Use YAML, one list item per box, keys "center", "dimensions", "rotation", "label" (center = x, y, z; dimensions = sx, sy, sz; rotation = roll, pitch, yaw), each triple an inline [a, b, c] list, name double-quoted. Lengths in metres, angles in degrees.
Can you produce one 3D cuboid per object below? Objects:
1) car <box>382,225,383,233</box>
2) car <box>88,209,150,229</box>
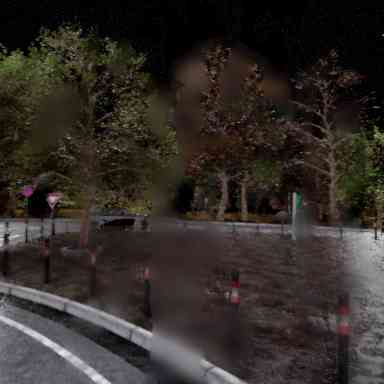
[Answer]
- center: [13.958, 2.105, 19.462]
  dimensions: [4.892, 1.490, 1.837]
  rotation: [0, -1, 22]
  label: "car"
- center: [-5.751, 2.078, 26.160]
  dimensions: [4.902, 1.511, 2.128]
  rotation: [1, -2, -21]
  label: "car"
